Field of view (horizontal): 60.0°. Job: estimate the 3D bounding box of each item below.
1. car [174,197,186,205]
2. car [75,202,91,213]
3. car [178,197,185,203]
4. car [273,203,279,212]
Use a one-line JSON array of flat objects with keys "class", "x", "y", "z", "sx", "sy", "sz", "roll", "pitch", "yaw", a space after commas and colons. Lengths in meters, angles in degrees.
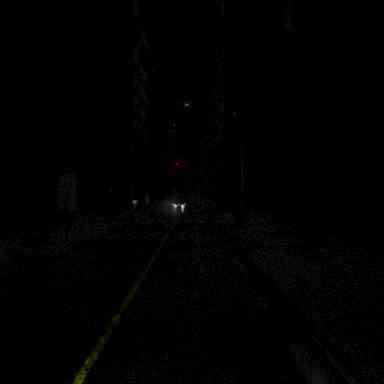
[{"class": "car", "x": -2.663, "y": 1.999, "z": 69.326, "sx": 1.837, "sy": 1.490, "sz": 4.892, "roll": 0, "pitch": 0, "yaw": 0}, {"class": "car", "x": -14.484, "y": 1.860, "z": 40.255, "sx": 4.313, "sy": 1.339, "sz": 1.947, "roll": 0, "pitch": 0, "yaw": 0}, {"class": "car", "x": -2.644, "y": 2.112, "z": 84.924, "sx": 1.812, "sy": 1.442, "sz": 4.674, "roll": 0, "pitch": 0, "yaw": 0}, {"class": "car", "x": 12.399, "y": 1.586, "z": 40.183, "sx": 5.009, "sy": 1.841, "sz": 2.192, "roll": 0, "pitch": 0, "yaw": 0}]
